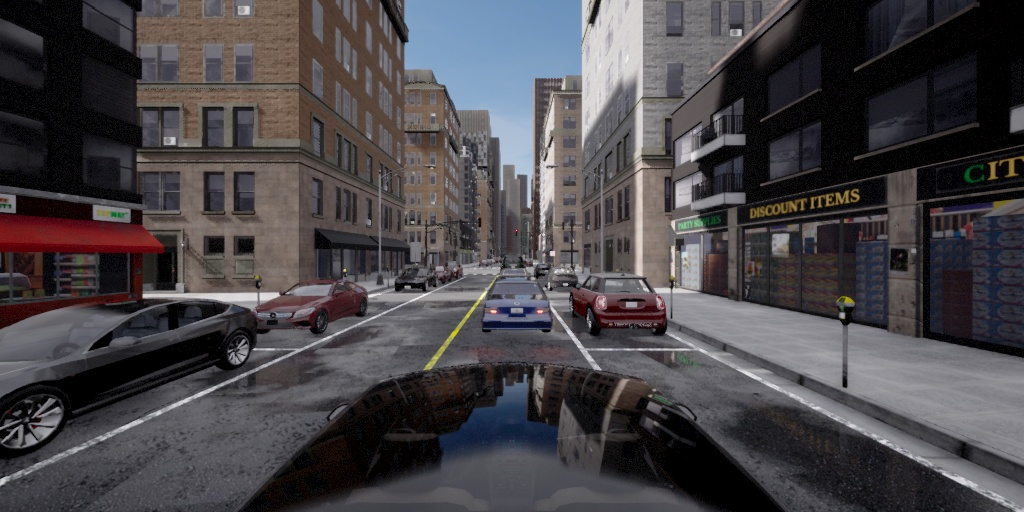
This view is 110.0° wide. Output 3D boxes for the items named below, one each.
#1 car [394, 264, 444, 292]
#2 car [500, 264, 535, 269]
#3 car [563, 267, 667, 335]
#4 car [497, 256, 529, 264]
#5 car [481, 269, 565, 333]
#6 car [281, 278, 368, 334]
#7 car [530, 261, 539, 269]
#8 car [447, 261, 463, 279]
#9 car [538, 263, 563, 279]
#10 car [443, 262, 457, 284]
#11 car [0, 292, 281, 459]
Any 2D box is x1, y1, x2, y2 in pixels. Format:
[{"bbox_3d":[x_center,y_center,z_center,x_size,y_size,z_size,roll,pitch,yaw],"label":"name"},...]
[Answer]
[{"bbox_3d":[-5.628,1.320,21.559,1.948,1.339,4.313,0,0,0],"label":"car"},{"bbox_3d":[0.140,1.356,21.257,1.895,1.301,4.718,0,0,0],"label":"car"},{"bbox_3d":[2.873,1.191,10.537,1.967,1.591,4.097,0,0,0],"label":"car"},{"bbox_3d":[0.072,0.980,31.289,2.150,2.045,5.566,0,0,-1],"label":"car"},{"bbox_3d":[0.119,1.299,10.752,2.033,1.411,5.357,0,0,0],"label":"car"},{"bbox_3d":[-5.652,1.333,10.556,1.802,1.307,4.207,0,0,0],"label":"car"},{"bbox_3d":[2.922,1.325,32.542,1.948,1.339,4.313,0,0,0],"label":"car"},{"bbox_3d":[-5.603,1.199,32.561,1.967,1.591,4.097,0,0,0],"label":"car"},{"bbox_3d":[2.897,1.305,21.540,2.007,1.370,4.403,0,0,0],"label":"car"},{"bbox_3d":[-5.616,1.339,27.060,1.802,1.307,4.207,0,0,0],"label":"car"},{"bbox_3d":[-5.665,1.316,5.055,1.948,1.339,4.313,0,0,0],"label":"car"}]
